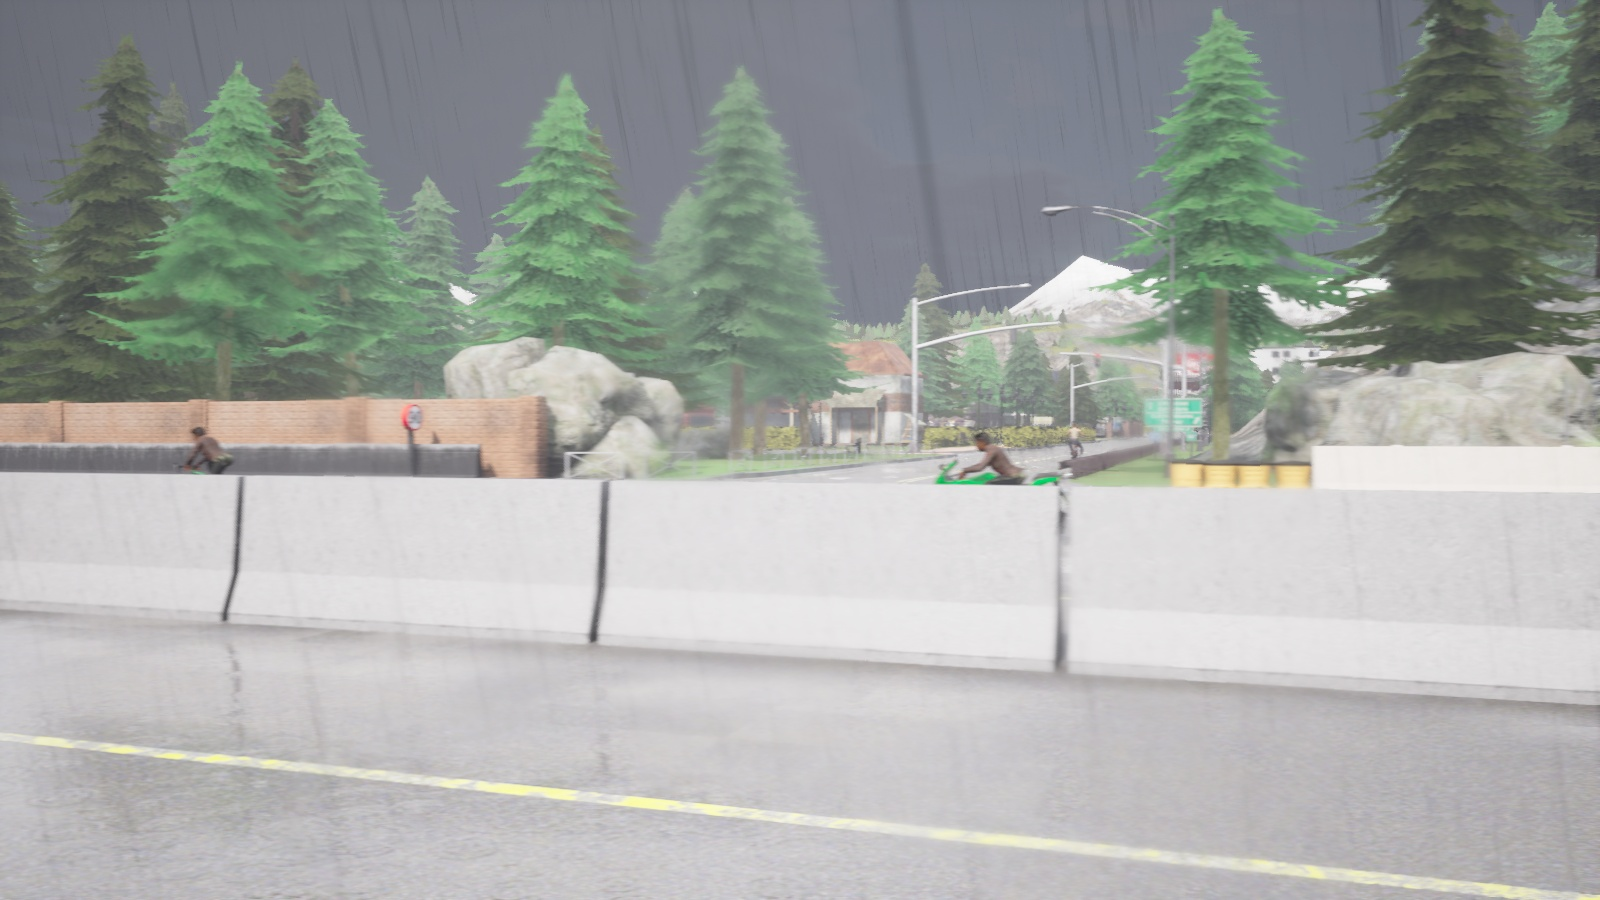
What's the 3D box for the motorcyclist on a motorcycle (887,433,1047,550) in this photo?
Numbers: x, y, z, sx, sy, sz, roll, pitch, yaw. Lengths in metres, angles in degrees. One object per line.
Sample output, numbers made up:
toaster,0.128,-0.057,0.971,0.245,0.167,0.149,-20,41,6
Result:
motorcyclist on a motorcycle,2.290,0.531,17.192,2.044,1.523,0.797,1,1,19
